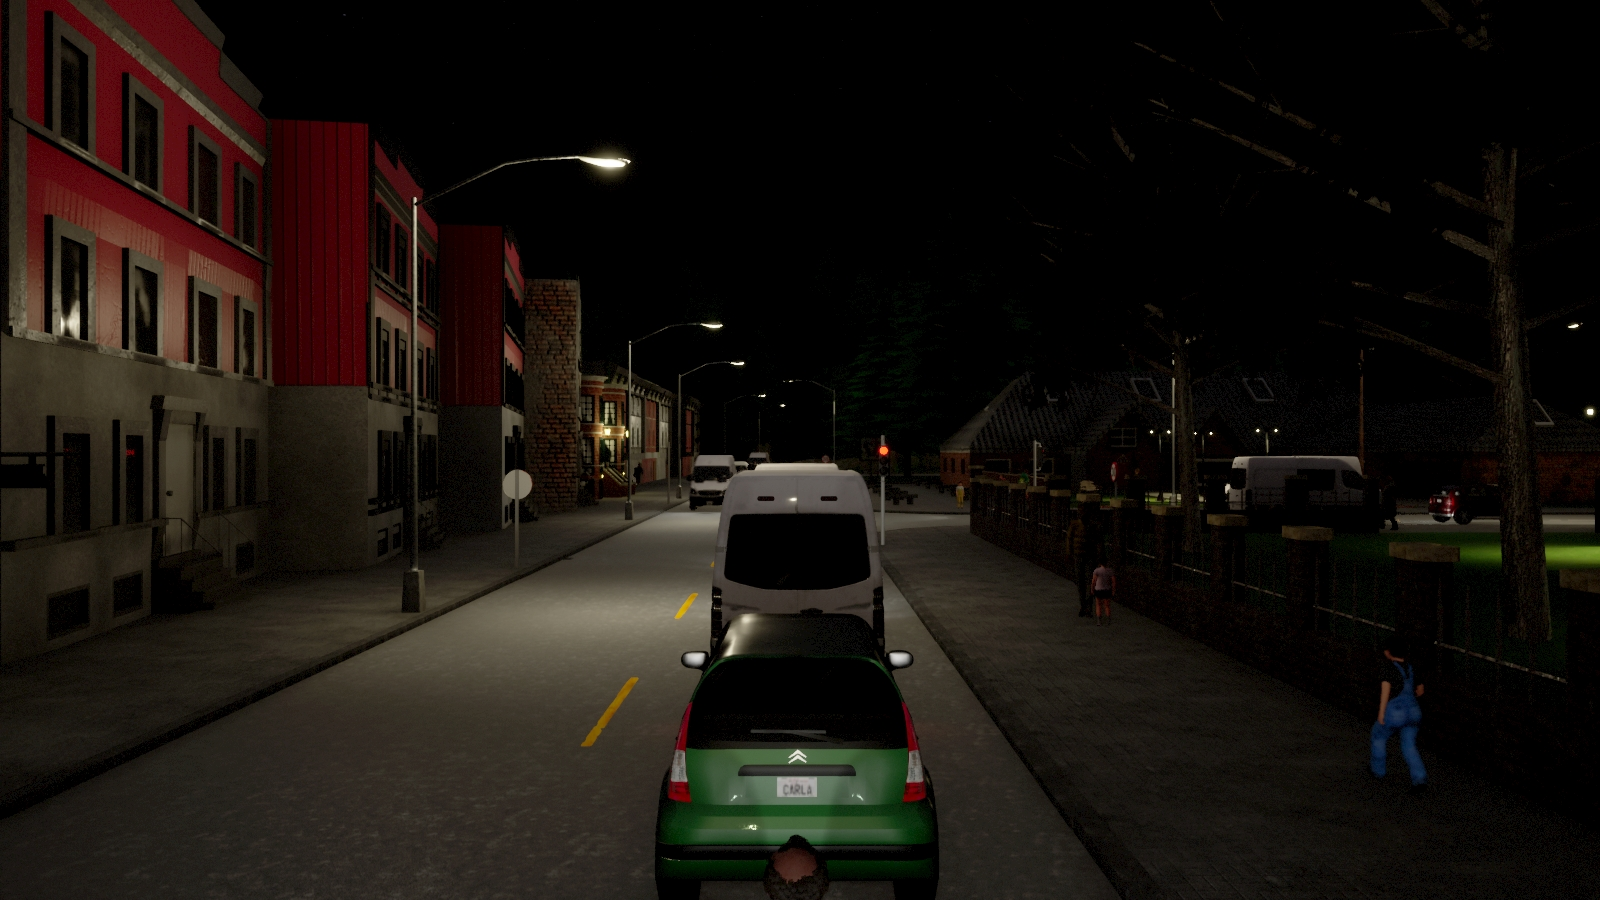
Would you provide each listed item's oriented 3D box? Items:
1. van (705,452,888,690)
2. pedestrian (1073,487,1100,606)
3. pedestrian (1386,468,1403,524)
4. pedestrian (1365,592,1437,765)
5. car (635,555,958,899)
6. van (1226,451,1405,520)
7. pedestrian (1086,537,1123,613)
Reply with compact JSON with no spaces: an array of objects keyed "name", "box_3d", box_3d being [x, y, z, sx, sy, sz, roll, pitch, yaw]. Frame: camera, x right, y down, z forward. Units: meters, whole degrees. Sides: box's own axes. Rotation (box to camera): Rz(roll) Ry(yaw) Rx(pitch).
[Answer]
[{"name":"van","box_3d":[-0.048,1.314,15.312,1.988,2.561,5.915,0,0,0]},{"name":"pedestrian","box_3d":[4.577,1.525,18.238,0.375,1.860,0.375,0,0,23]},{"name":"pedestrian","box_3d":[19.815,1.525,38.091,0.375,1.860,0.375,0,0,0]},{"name":"pedestrian","box_3d":[4.782,1.805,9.108,0.375,1.300,0.375,0,0,0]},{"name":"car","box_3d":[-0.023,1.779,8.527,1.851,1.617,3.988,0,0,0]},{"name":"van","box_3d":[19.552,1.314,43.543,5.915,2.561,1.988,0,0,1]},{"name":"pedestrian","box_3d":[4.652,1.904,17.466,0.500,1.100,0.500,0,0,8]}]
